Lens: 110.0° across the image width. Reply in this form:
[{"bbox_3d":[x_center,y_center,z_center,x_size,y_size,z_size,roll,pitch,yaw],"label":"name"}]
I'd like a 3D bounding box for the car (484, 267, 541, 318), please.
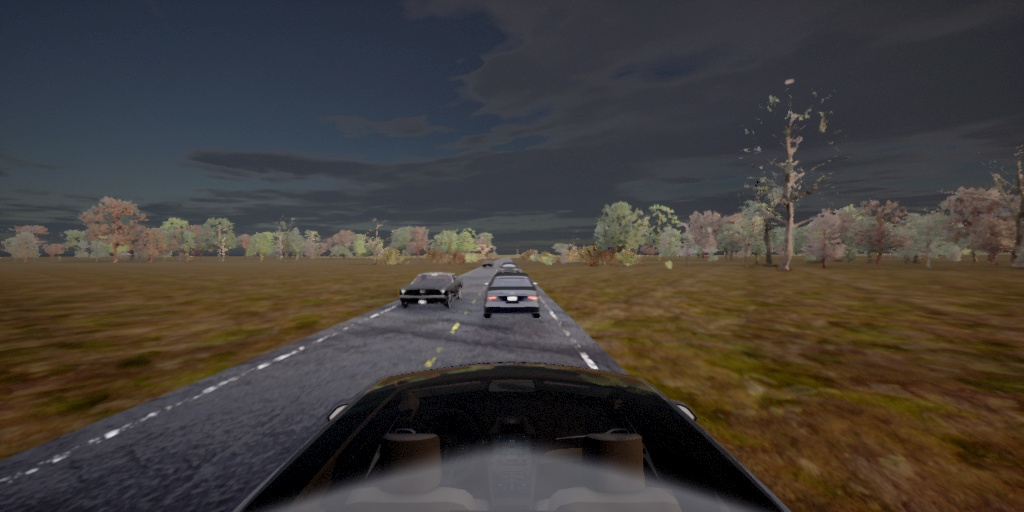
[{"bbox_3d":[-0.019,1.297,13.018,2.033,1.411,5.357,0,0,-1],"label":"car"}]

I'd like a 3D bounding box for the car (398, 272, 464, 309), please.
[{"bbox_3d":[-3.244,1.356,15.122,1.895,1.301,4.718,0,0,-1],"label":"car"}]

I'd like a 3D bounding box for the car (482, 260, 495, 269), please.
[{"bbox_3d":[-3.701,1.354,56.532,1.895,1.301,4.718,0,0,0],"label":"car"}]

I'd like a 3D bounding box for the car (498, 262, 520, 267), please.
[{"bbox_3d":[-0.251,1.276,32.266,1.812,1.442,4.674,0,0,-1],"label":"car"}]
